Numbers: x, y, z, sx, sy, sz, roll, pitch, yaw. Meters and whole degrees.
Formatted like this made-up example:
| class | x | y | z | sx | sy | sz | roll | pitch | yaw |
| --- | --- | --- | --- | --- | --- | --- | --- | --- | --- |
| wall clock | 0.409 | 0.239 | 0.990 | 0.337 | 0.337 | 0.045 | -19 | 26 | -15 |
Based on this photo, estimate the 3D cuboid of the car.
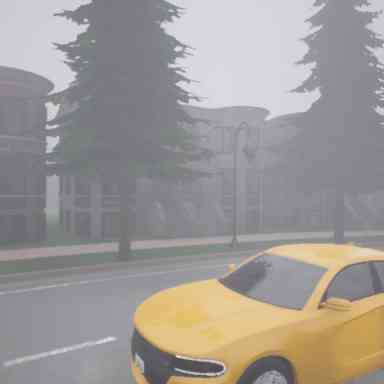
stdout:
| class | x | y | z | sx | sy | sz | roll | pitch | yaw |
| --- | --- | --- | --- | --- | --- | --- | --- | --- | --- |
| car | 1.660 | 1.508 | 4.614 | 5.008 | 1.535 | 1.882 | 1 | 0 | -29 |
